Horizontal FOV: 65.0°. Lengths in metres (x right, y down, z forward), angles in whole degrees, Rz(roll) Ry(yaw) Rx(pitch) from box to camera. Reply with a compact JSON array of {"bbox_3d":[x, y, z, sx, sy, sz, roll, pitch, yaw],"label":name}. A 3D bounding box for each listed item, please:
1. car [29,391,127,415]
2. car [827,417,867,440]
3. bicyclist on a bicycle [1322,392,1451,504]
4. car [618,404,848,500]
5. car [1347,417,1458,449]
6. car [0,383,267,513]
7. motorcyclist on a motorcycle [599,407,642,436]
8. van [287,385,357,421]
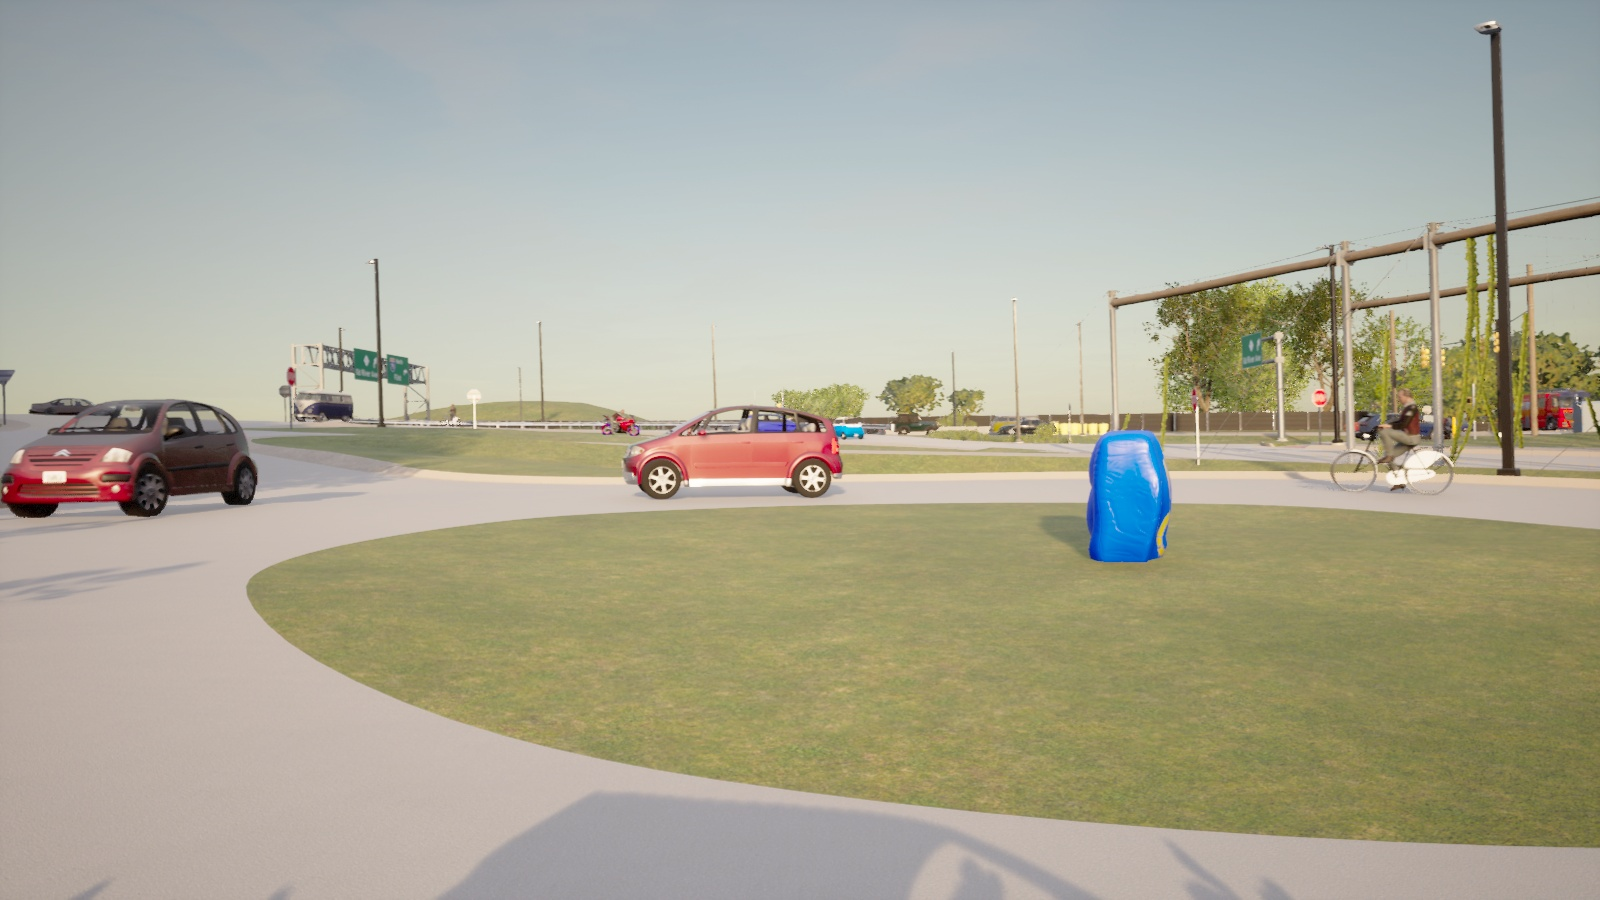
[{"bbox_3d":[-48.334,-3.143,84.152,5.357,1.411,2.033,1,0,-17],"label":"car"},{"bbox_3d":[2.864,-1.325,76.786,1.481,1.376,2.207,-2,3,-31],"label":"car"},{"bbox_3d":[9.716,-0.060,20.884,1.843,1.776,0.659,2,3,22],"label":"bicyclist on a bicycle"},{"bbox_3d":[-1.187,0.017,21.432,3.705,1.549,1.789,0,1,-11],"label":"car"},{"bbox_3d":[31.764,-0.894,66.266,4.856,1.649,2.033,0,0,3],"label":"car"},{"bbox_3d":[-9.329,-0.045,17.683,1.851,1.617,3.988,0,1,1],"label":"car"},{"bbox_3d":[-10.057,-1.601,70.467,2.191,1.530,0.866,2,0,4],"label":"motorcyclist on a motorcycle"},{"bbox_3d":[-29.678,-2.892,78.035,1.775,1.987,4.442,3,0,14],"label":"van"}]
